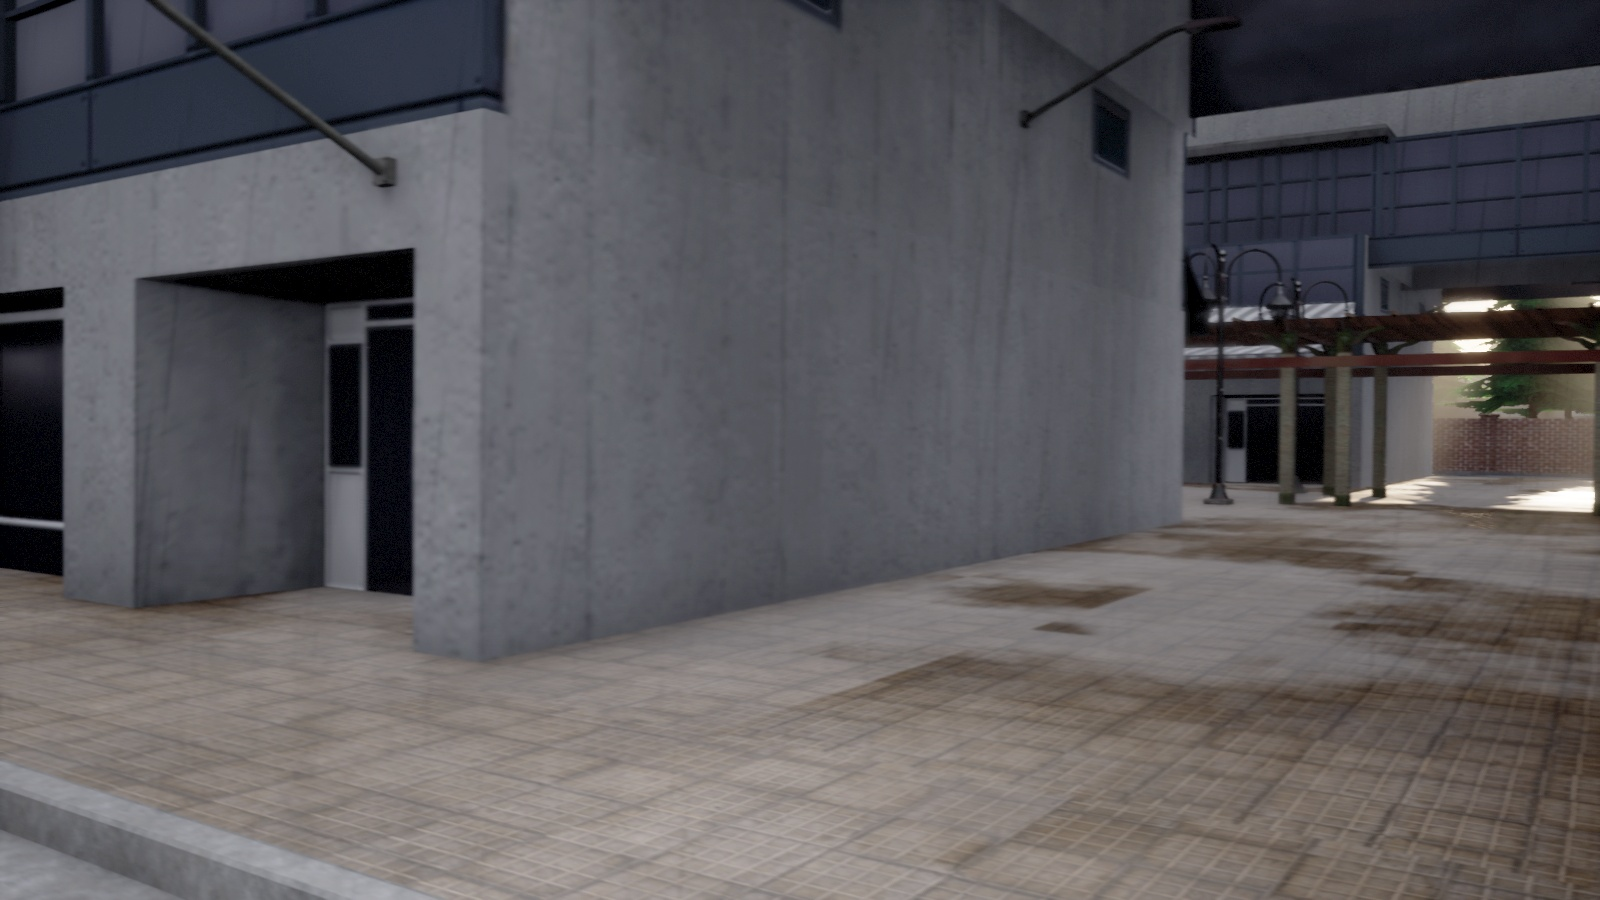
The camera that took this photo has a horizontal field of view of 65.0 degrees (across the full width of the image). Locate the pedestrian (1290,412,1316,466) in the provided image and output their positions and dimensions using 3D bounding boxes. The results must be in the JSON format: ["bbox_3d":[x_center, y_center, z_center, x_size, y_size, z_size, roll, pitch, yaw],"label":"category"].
[{"bbox_3d":[18.113,-0.390,45.250,0.788,1.949,0.423,0,1,33],"label":"pedestrian"}]
